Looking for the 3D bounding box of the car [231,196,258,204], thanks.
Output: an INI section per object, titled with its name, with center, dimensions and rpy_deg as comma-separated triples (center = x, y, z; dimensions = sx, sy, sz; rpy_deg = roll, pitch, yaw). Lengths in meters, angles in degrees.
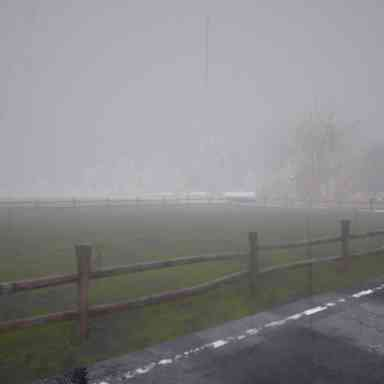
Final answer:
[car]
center = 8.473, 1.265, 53.984
dimensions = 1.895, 1.301, 4.718
rpy_deg = -1, 1, -35
